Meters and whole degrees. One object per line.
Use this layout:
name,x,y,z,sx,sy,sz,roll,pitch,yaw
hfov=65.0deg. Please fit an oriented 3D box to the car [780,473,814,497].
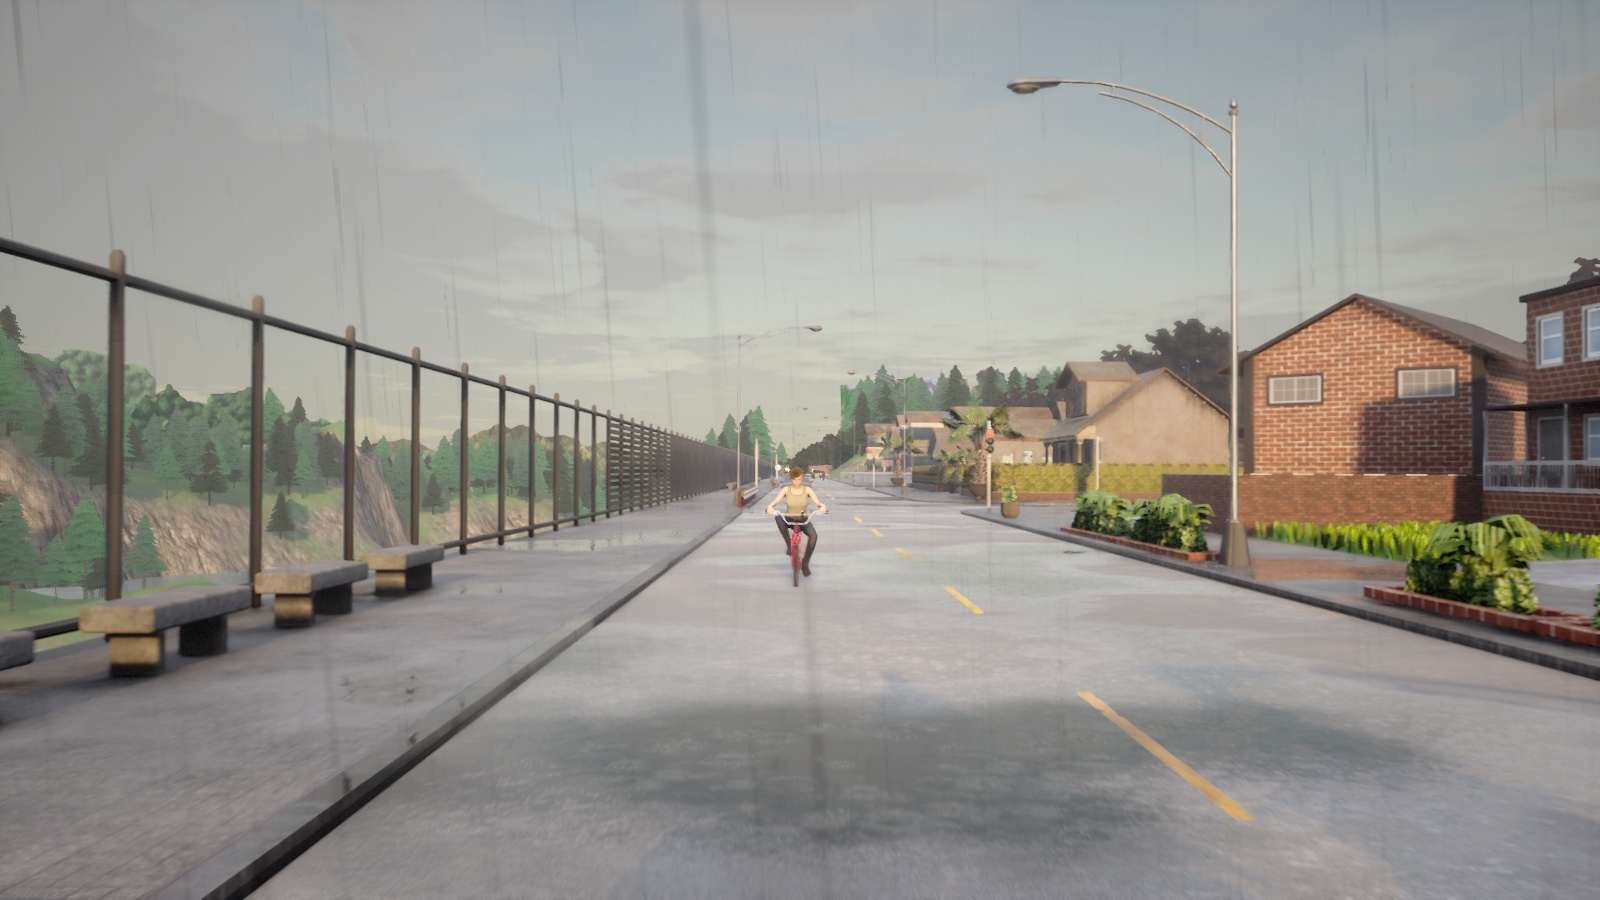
car,-0.184,2.164,77.730,2.033,1.411,5.357,0,-1,0

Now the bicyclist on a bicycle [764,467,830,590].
bicyclist on a bicycle,-0.037,1.039,17.212,0.866,1.612,1.509,0,-1,0
